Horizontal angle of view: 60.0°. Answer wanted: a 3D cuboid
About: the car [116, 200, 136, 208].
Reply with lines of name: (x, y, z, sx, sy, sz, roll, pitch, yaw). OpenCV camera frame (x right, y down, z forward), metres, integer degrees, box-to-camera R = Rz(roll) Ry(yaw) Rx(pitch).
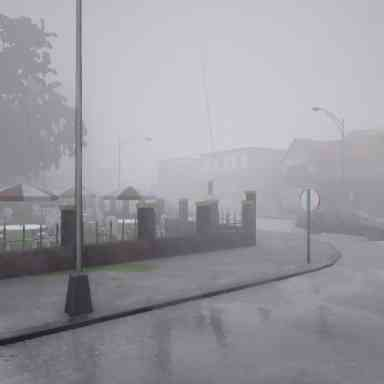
car: (-10.009, 1.478, 48.739, 1.882, 1.535, 5.008, 0, 0, -35)

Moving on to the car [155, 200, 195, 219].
car: (-1.612, 1.505, 29.786, 1.837, 1.490, 4.892, 0, 0, -36)

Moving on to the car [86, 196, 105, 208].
car: (-13.810, 1.351, 46.940, 2.097, 1.767, 4.553, 0, 0, -35)

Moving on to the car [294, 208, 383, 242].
car: (7.827, 1.547, 16.711, 2.033, 1.411, 5.357, 0, 0, -37)
